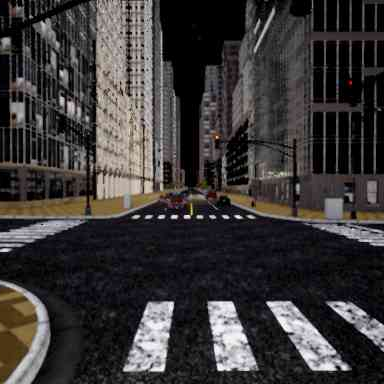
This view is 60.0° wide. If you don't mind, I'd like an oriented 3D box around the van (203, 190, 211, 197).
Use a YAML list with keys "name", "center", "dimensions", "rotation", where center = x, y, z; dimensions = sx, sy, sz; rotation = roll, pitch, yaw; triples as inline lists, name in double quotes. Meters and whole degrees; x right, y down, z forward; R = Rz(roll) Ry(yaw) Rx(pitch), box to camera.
- name: "van"
  center: [3.672, 0.340, 81.243]
  dimensions: [1.690, 1.788, 3.998]
  rotation: [0, 1, 0]

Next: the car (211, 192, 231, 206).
- name: "car"
  center: [3.905, 1.065, 42.558]
  dimensions: [1.947, 1.339, 4.313]
  rotation: [0, 1, 0]

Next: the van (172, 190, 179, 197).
- name: "van"
  center: [-4.234, 0.267, 86.733]
  dimensions: [1.690, 1.788, 3.998]
  rotation: [0, 1, 0]

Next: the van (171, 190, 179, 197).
- name: "van"
  center: [-4.208, 0.340, 81.206]
  dimensions: [1.690, 1.788, 3.998]
  rotation: [0, 1, 0]

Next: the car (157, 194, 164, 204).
- name: "car"
  center: [-4.051, 1.011, 48.046]
  dimensions: [1.802, 1.307, 4.206]
  rotation: [0, 1, 0]

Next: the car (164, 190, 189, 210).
- name: "car"
  center: [-1.520, 0.943, 35.106]
  dimensions: [2.097, 1.767, 4.553]
  rotation: [0, 1, 0]

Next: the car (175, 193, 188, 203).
- name: "car"
  center: [-1.579, 0.923, 52.351]
  dimensions: [2.033, 1.411, 5.357]
  rotation: [0, 1, 0]

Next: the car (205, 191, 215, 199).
- name: "car"
  center: [3.725, 0.584, 70.191]
  dimensions: [1.967, 1.590, 4.097]
  rotation: [0, 1, 0]

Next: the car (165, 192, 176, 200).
- name: "car"
  center: [-4.129, 0.783, 64.628]
  dimensions: [1.947, 1.339, 4.313]
  rotation: [0, 1, 0]

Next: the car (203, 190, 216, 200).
- name: "car"
  center: [3.751, 0.532, 64.661]
  dimensions: [2.192, 1.841, 5.009]
  rotation: [0, 1, 0]
